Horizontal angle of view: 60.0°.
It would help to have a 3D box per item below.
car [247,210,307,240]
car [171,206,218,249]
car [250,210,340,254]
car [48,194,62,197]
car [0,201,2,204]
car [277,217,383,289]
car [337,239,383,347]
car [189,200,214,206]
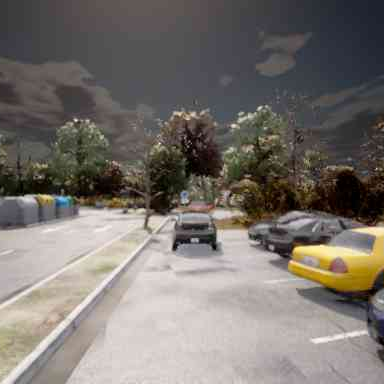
[{"bbox_3d":[4.845,1.571,14.907,4.892,1.521,2.231,1,0,-20],"label":"car"},{"bbox_3d":[0.111,1.589,14.999,1.837,1.490,4.892,0,0,0],"label":"car"},{"bbox_3d":[4.831,1.553,11.513,4.892,1.521,2.231,1,-1,-20],"label":"car"},{"bbox_3d":[-24.290,1.154,57.749,4.553,1.767,2.097,4,-2,1],"label":"car"},{"bbox_3d":[-30.364,1.812,51.019,2.185,1.767,4.553,1,-3,-19],"label":"car"},{"bbox_3d":[5.007,1.533,8.188,5.366,1.575,1.946,1,-1,-20],"label":"car"},{"bbox_3d":[4.808,1.543,4.713,4.792,1.488,2.163,1,0,-20],"label":"car"},{"bbox_3d":[0.822,1.483,30.144,2.097,1.767,4.553,1,-1,9],"label":"car"}]
